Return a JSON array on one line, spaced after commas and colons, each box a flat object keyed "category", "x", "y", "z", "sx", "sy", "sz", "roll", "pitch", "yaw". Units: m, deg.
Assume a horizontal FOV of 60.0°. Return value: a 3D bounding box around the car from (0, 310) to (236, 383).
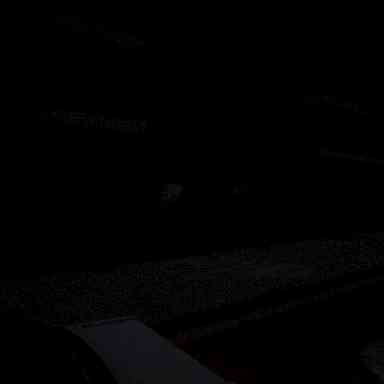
[{"category": "car", "x": -2.037, "y": 1.596, "z": 1.803, "sx": 4.718, "sy": 1.301, "sz": 1.895, "roll": 0, "pitch": 0, "yaw": -36}]
